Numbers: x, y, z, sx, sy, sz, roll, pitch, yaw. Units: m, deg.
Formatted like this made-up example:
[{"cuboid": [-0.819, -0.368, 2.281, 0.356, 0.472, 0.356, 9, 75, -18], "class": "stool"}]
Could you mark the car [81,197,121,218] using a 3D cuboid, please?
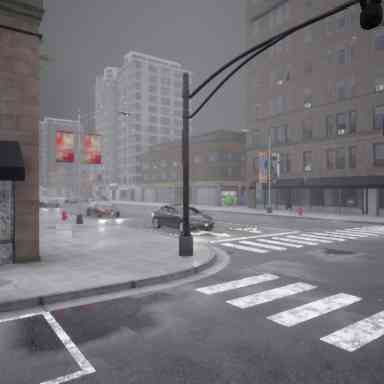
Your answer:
[{"cuboid": [-7.997, 1.487, 29.642, 1.812, 1.442, 4.674, 0, 1, -36], "class": "car"}]

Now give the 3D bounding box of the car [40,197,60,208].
[{"cuboid": [-19.785, 1.456, 46.066, 1.812, 1.442, 4.674, 0, 0, -35], "class": "car"}]

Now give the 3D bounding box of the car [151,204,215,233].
[{"cuboid": [-0.640, 1.484, 19.438, 1.837, 1.490, 4.892, 0, 0, -35], "class": "car"}]

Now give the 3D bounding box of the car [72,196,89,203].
[{"cuboid": [-22.243, 1.452, 66.324, 1.994, 1.385, 4.181, 0, 0, -36], "class": "car"}]

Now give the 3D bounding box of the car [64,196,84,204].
[{"cuboid": [-21.407, 1.451, 59.638, 2.033, 1.411, 5.357, 0, 0, -36], "class": "car"}]
